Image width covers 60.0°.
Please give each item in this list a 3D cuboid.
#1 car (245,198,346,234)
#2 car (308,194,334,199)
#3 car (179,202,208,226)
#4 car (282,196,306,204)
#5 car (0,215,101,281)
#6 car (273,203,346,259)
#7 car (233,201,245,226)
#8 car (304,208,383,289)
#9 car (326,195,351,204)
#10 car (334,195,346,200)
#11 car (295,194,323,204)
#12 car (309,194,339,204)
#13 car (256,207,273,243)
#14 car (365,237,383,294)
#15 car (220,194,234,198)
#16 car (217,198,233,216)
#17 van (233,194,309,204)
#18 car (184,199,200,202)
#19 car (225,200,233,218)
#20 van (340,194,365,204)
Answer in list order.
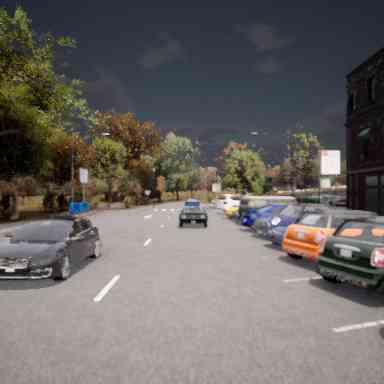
[{"bbox_3d":[5.400,1.387,16.938,4.553,1.767,2.185,1,0,-20],"label":"car"},{"bbox_3d":[18.314,1.347,50.985,2.435,2.045,5.566,0,1,-21],"label":"car"},{"bbox_3d":[0.088,1.642,23.635,1.895,1.301,4.718,0,0,0],"label":"car"},{"bbox_3d":[20.895,1.673,68.047,2.163,1.488,4.792,0,-1,-21],"label":"car"},{"bbox_3d":[-4.110,1.517,9.931,1.837,1.490,4.892,0,0,0],"label":"car"},{"bbox_3d":[5.329,1.374,10.921,4.553,1.767,2.185,1,0,-20],"label":"car"},{"bbox_3d":[5.359,1.518,19.941,5.008,1.535,2.097,1,0,-20],"label":"car"},{"bbox_3d":[5.324,1.369,7.920,4.553,1.767,2.185,1,0,-20],"label":"car"},{"bbox_3d":[29.974,1.523,68.304,2.185,1.767,4.553,1,-1,-22],"label":"car"},{"bbox_3d":[21.229,1.629,51.102,2.163,1.488,4.792,0,1,-22],"label":"car"},{"bbox_3d":[23.918,1.394,68.133,2.435,2.045,5.566,0,-1,-21],"label":"car"},{"bbox_3d":[26.979,1.395,68.173,2.435,2.045,5.566,1,-1,-22],"label":"car"},{"bbox_3d":[5.364,1.546,13.930,4.674,1.452,2.002,1,0,-20],"label":"car"},{"bbox_3d":[5.325,1.520,4.906,4.792,1.488,2.163,1,0,-20],"label":"car"},{"bbox_3d":[5.365,1.301,34.979,5.566,2.045,2.435,1,0,-20],"label":"car"},{"bbox_3d":[5.182,1.533,28.885,5.366,1.575,1.946,1,0,-20],"label":"car"},{"bbox_3d":[5.476,1.301,22.987,4.442,1.987,1.878,1,0,-20],"label":"van"},{"bbox_3d":[-0.009,1.559,41.400,1.882,1.535,5.008,0,0,-1],"label":"car"},{"bbox_3d":[5.367,1.572,25.944,4.674,1.452,2.002,1,0,-20],"label":"car"},{"bbox_3d":[32.954,1.426,68.459,1.878,1.987,4.442,0,-1,-22],"label":"van"}]
